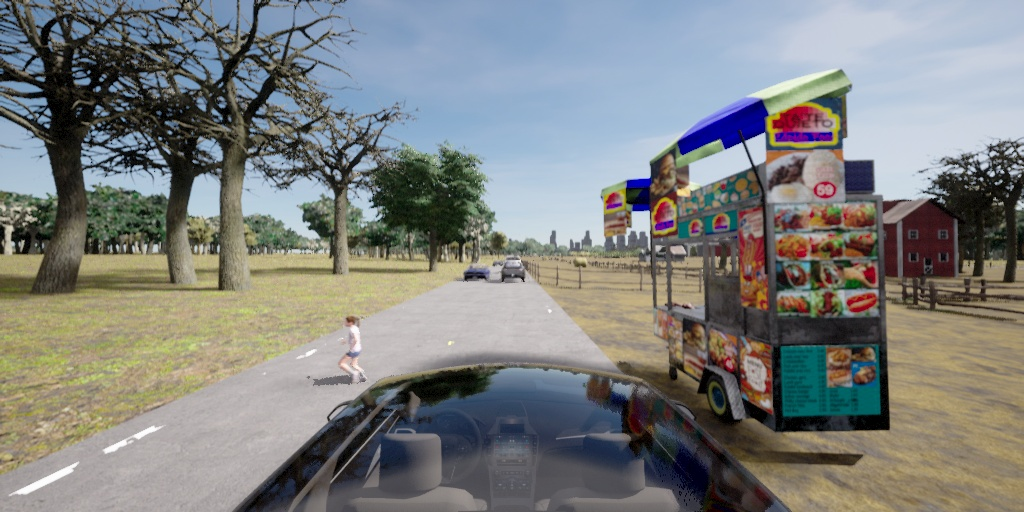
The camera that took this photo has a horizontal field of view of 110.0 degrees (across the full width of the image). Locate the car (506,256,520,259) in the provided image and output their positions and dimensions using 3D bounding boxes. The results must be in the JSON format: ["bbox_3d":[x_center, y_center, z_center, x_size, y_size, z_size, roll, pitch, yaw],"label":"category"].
[{"bbox_3d":[0.093,1.022,43.990,2.150,2.045,5.566,0,0,-1],"label":"car"}]

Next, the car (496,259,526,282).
[{"bbox_3d":[0.086,1.243,29.397,2.128,1.511,4.902,0,0,0],"label":"car"}]

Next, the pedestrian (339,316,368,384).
[{"bbox_3d":[-2.459,1.415,5.600,0.500,1.100,0.500,1,-1,-15],"label":"pedestrian"}]

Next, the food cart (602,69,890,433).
[{"bbox_3d":[3.124,0.205,5.394,2.280,3.560,4.660,0,0,0],"label":"food cart"}]

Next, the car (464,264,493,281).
[{"bbox_3d":[-2.850,1.352,29.712,1.895,1.301,4.718,0,0,0],"label":"car"}]
